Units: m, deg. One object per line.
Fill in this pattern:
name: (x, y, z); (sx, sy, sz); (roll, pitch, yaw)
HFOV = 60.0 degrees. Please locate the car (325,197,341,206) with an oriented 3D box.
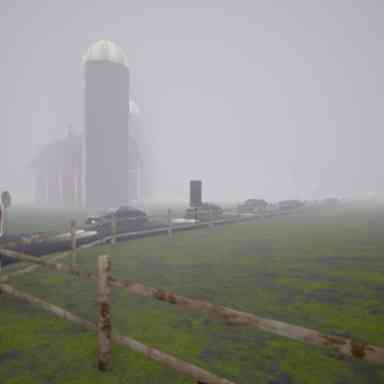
car: (23.683, 1.550, 56.095); (2.033, 1.411, 5.357); (0, 0, 36)

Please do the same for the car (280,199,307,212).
car: (12.213, 1.567, 40.102); (2.033, 1.411, 5.357); (0, 0, 35)

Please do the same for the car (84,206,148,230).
car: (-4.782, 1.608, 21.450); (1.994, 1.385, 4.181); (0, 0, 36)

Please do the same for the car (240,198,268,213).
car: (7.060, 1.525, 37.948); (1.837, 1.490, 4.892); (0, 0, 36)

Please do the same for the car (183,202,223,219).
car: (1.011, 1.595, 29.529); (1.994, 1.385, 4.181); (0, 0, 36)
